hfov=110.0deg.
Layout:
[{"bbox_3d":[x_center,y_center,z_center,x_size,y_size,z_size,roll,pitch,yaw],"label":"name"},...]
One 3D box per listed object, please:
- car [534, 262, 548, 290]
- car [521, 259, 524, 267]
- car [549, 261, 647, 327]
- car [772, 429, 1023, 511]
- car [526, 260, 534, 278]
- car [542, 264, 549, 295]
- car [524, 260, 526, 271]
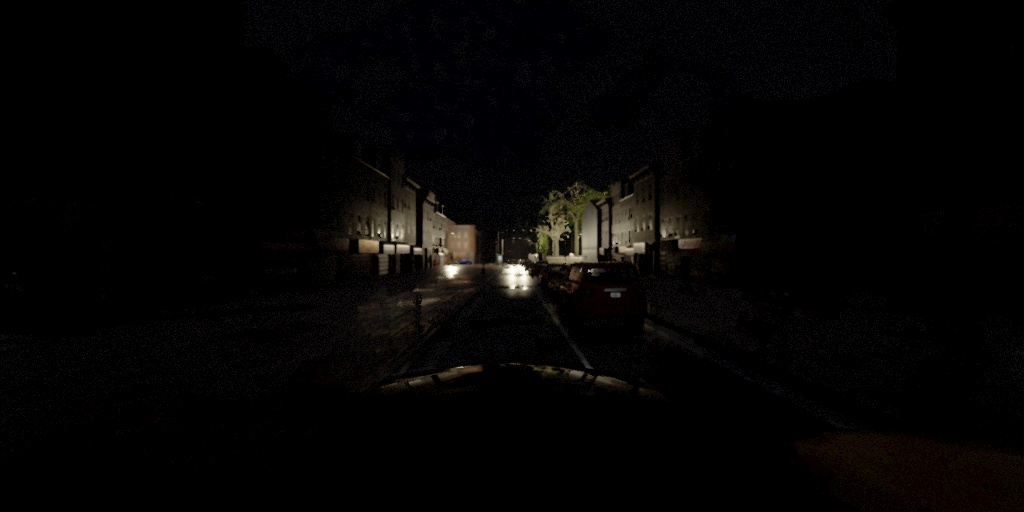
[{"bbox_3d":[2.664,1.219,22.759,1.967,1.591,4.097,0,0,0],"label":"car"},{"bbox_3d":[2.706,1.412,50.868,2.007,1.370,4.403,0,0,0],"label":"car"},{"bbox_3d":[2.647,1.077,11.515,2.192,1.841,5.009,0,0,0],"label":"car"},{"bbox_3d":[2.630,1.279,0.440,1.751,1.417,4.829,0,0,0],"label":"car"},{"bbox_3d":[2.681,1.245,34.003,1.967,1.591,4.097,0,0,0],"label":"car"},{"bbox_3d":[2.656,1.295,17.306,1.751,1.417,4.829,0,0,0],"label":"car"},{"bbox_3d":[2.689,1.373,39.624,2.007,1.370,4.403,0,0,0],"label":"car"}]
